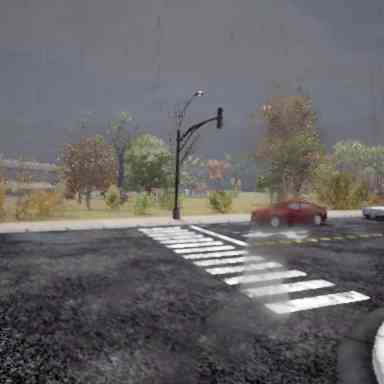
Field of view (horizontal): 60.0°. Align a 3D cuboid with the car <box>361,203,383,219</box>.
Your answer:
[{"bbox_3d":[14.668,1.331,24.095,4.718,1.301,1.895,0,2,-21],"label":"car"}]

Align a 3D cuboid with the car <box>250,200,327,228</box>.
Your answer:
[{"bbox_3d":[6.003,1.275,20.688,5.008,1.535,1.882,0,2,-21],"label":"car"}]
